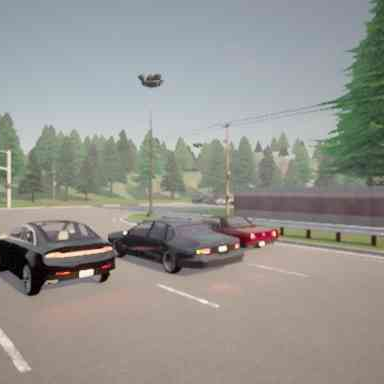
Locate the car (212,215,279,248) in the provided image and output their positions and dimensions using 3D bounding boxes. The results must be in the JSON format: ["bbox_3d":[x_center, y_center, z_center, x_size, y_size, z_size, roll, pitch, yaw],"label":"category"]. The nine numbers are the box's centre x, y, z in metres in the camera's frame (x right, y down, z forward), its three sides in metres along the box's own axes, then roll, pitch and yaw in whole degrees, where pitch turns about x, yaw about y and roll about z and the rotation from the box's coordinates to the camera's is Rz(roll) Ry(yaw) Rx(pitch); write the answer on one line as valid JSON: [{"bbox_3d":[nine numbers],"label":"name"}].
[{"bbox_3d":[1.112,1.601,13.843,1.895,1.301,4.718,0,0,-41],"label":"car"}]

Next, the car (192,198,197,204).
[{"bbox_3d":[2.132,1.479,62.500,5.008,1.535,1.882,0,0,-40],"label":"car"}]

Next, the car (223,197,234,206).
[{"bbox_3d":[8.063,1.548,53.791,5.357,1.411,2.033,0,0,-41],"label":"car"}]

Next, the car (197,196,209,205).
[{"bbox_3d":[3.909,1.493,59.431,4.902,1.511,2.128,0,0,-41],"label":"car"}]

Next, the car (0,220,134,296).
[{"bbox_3d":[-3.796,1.492,8.812,2.128,1.511,4.902,0,0,-41],"label":"car"}]

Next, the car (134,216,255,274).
[{"bbox_3d":[-0.827,1.548,10.721,2.033,1.411,5.357,0,0,-41],"label":"car"}]

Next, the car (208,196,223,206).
[{"bbox_3d":[5.477,1.527,56.173,4.674,1.442,1.812,0,0,-41],"label":"car"}]
